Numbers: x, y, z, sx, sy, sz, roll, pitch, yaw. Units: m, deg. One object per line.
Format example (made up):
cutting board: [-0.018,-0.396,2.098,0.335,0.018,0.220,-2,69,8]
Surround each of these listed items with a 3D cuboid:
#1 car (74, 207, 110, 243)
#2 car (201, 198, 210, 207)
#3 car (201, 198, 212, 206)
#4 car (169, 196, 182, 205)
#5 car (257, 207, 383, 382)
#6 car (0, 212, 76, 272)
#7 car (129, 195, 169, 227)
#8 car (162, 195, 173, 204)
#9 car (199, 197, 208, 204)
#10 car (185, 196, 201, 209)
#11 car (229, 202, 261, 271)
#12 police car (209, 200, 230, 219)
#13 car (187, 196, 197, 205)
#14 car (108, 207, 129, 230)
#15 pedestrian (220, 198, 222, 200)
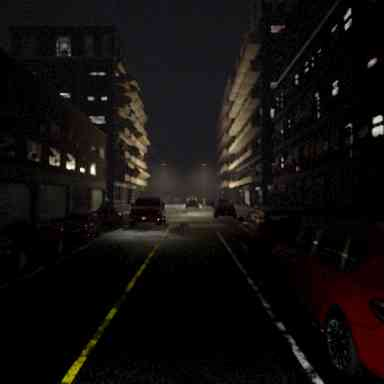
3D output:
car: [-5.681,1.664,16.575,1.802,1.307,4.206,1,0,0]
car: [2.696,1.803,55.704,1.752,1.417,4.829,1,0,0]
car: [2.695,1.887,61.105,1.802,1.307,4.206,1,0,0]
car: [-3.020,1.885,65.183,1.994,1.385,4.181,0,0,0]
car: [2.703,1.342,5.396,2.192,1.841,5.009,1,0,0]
car: [-5.681,1.600,11.005,1.887,1.381,4.507,1,0,0]
car: [-3.103,1.341,24.088,2.150,2.045,5.566,0,0,0]
car: [-5.683,1.704,77.859,2.192,1.841,5.009,1,0,0]
car: [2.693,1.971,77.818,1.802,1.307,4.206,1,0,0]
car: [0.034,1.776,50.183,1.812,1.442,4.674,0,0,0]
car: [2.703,1.370,10.966,2.192,1.841,5.009,1,0,0]
police car: [2.995,1.583,31.554,1.930,1.638,5.238,0,0,0]
car: [-0.007,1.682,67.911,2.097,1.767,4.553,0,0,0]
car: [-5.682,1.692,22.146,1.802,1.307,4.206,1,0,0]
pedestrian: [2.997,1.466,34.577,0.375,1.860,0.375,1,-1,-5]
